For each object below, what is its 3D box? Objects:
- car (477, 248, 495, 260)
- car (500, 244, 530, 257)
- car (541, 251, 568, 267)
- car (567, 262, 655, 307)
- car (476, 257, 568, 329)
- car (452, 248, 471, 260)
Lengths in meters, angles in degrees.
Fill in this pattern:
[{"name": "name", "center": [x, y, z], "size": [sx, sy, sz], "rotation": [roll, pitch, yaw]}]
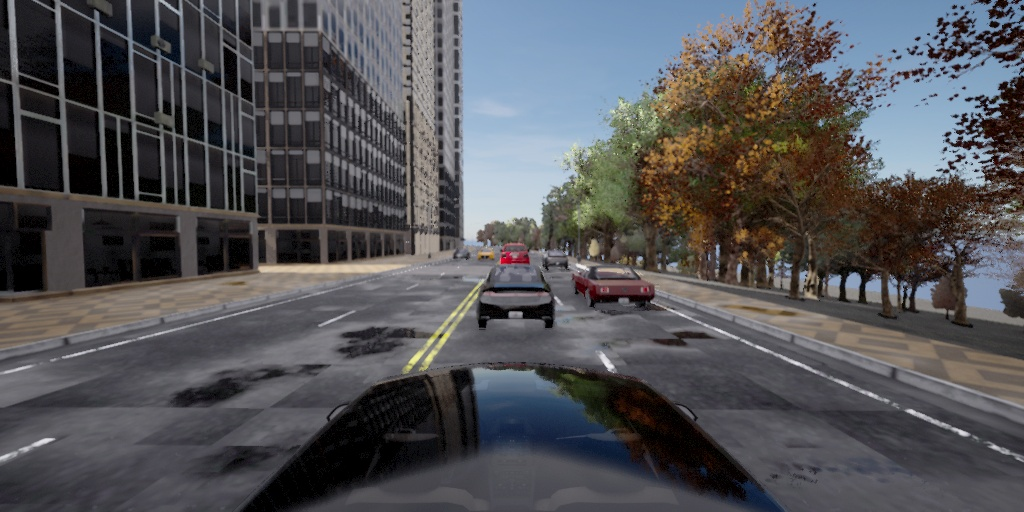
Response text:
[{"name": "car", "center": [-3.154, -0.207, 44.141], "size": [1.882, 1.535, 5.008], "rotation": [0, 2, 0]}, {"name": "car", "center": [0.232, 0.065, 28.644], "size": [2.150, 2.045, 5.566], "rotation": [0, 2, 1]}, {"name": "car", "center": [3.485, 0.303, 29.601], "size": [2.128, 1.511, 4.902], "rotation": [0, 2, 0]}, {"name": "car", "center": [3.391, 0.973, 12.988], "size": [1.895, 1.301, 4.718], "rotation": [0, 2, 1]}, {"name": "car", "center": [0.108, 0.963, 10.063], "size": [2.128, 1.511, 4.902], "rotation": [0, 2, 1]}, {"name": "car", "center": [-6.402, -0.252, 45.893], "size": [2.128, 1.511, 4.902], "rotation": [0, 2, 0]}]
